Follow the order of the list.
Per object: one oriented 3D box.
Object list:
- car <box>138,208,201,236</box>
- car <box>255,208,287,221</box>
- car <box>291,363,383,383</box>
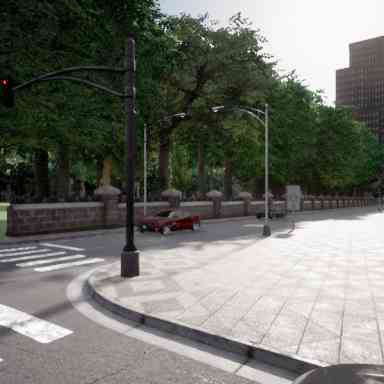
[{"bbox_3d":[-1.336,1.848,21.518,1.882,1.535,5.008,0,-1,35],"label":"car"},{"bbox_3d":[8.449,2.323,35.334,1.895,1.301,4.718,0,-1,35],"label":"car"},{"bbox_3d":[2.389,1.551,1.258,4.403,1.369,2.008,0,0,36],"label":"car"}]
